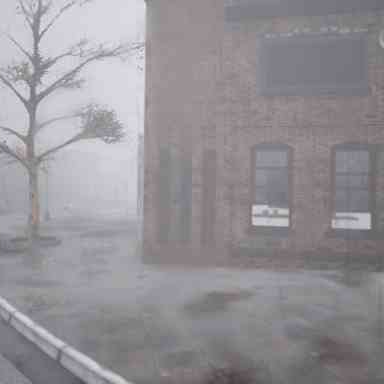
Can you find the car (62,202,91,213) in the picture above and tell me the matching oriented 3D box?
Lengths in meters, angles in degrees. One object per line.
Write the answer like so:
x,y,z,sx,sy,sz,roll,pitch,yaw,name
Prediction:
-16.962,2.189,49.151,1.882,1.535,5.008,1,-1,20,car
